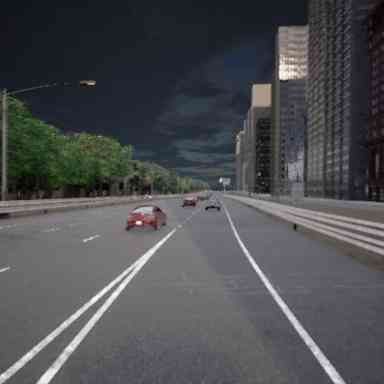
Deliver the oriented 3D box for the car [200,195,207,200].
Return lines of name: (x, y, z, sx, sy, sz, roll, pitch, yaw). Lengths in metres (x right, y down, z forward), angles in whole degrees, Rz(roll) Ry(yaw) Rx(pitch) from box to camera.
car: (2.024, 1.566, 81.584, 1.837, 1.490, 4.892, 0, 0, 4)

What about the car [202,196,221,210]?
car: (2.737, 1.577, 43.263, 2.033, 1.411, 5.357, 0, 0, 5)

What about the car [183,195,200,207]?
car: (-0.291, 1.484, 51.008, 1.882, 1.535, 5.008, 0, 0, 4)

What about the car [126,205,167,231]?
car: (-2.708, 1.510, 20.305, 1.812, 1.442, 4.674, 0, 0, 5)
